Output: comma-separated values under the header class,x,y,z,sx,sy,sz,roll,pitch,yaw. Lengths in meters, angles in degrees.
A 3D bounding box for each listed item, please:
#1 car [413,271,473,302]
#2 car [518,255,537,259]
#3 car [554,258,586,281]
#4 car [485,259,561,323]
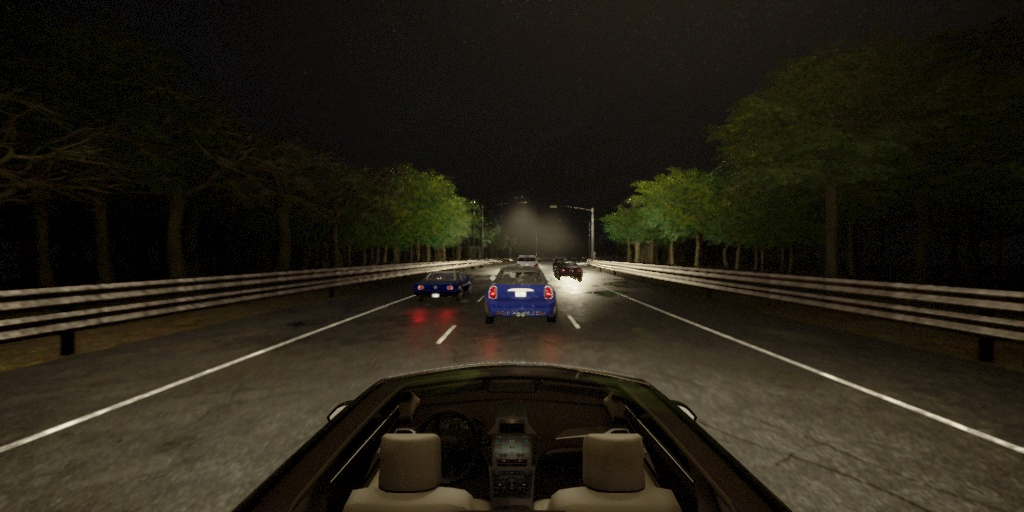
class,x,y,z,sx,sy,sz,roll,pitch,yaw
car,-3.051,1.340,16.985,1.895,1.301,4.718,0,0,2
car,1.564,0.953,34.821,2.150,2.045,5.566,0,0,5
car,4.466,1.124,28.711,2.033,1.411,5.357,0,0,4
car,0.297,1.097,12.206,2.097,1.767,4.553,0,0,1
